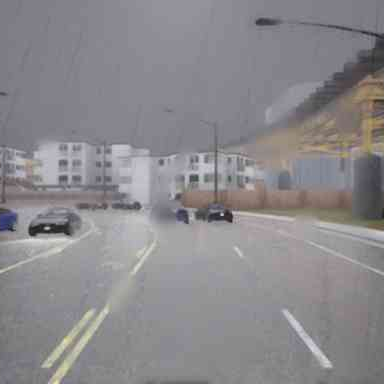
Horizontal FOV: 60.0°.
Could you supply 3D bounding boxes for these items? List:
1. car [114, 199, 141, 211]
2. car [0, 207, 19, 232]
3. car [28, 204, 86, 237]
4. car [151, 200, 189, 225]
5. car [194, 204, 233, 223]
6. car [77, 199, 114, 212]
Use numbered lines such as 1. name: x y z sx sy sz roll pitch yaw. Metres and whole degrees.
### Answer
1. car: -8.090 1.548 40.669 4.674 1.442 1.812 0 0 44
2. car: -10.757 1.488 17.321 1.882 1.535 5.008 0 0 -7
3. car: -7.324 1.575 18.184 1.994 1.385 4.181 0 0 -8
4. car: -1.746 1.365 24.468 2.097 1.767 4.553 0 0 -16
5. car: 1.562 1.577 25.550 1.994 1.385 4.181 0 0 -17
6. car: -11.925 1.514 39.416 4.902 1.511 2.128 0 0 41
